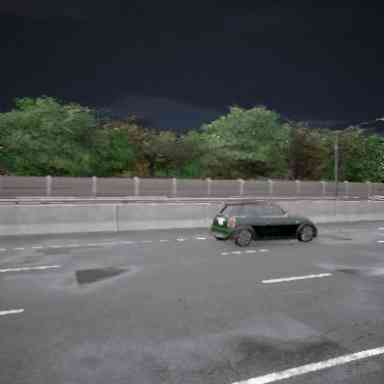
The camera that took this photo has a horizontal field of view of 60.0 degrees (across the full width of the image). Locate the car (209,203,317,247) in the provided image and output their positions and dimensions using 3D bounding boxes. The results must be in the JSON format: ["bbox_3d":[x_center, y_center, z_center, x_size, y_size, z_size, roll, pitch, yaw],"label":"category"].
[{"bbox_3d":[3.121,1.242,14.300,4.553,1.767,2.097,0,1,-22],"label":"car"}]
